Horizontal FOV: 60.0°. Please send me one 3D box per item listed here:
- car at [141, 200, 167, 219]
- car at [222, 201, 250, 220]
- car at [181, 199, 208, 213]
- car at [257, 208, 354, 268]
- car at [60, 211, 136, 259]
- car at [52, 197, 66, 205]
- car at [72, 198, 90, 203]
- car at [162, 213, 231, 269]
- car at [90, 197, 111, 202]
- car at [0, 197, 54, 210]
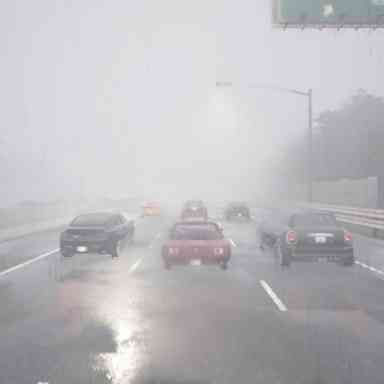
[{"bbox_3d":[-3.293,1.471,29.456,1.882,1.535,5.008,0,0,0],"label":"car"},{"bbox_3d":[3.698,1.499,28.052,1.837,1.490,4.892,0,0,0],"label":"car"},{"bbox_3d":[0.195,1.346,27.715,2.097,1.767,4.553,0,0,0],"label":"car"},{"bbox_3d":[3.620,1.351,11.467,2.097,1.767,4.553,0,0,0],"label":"car"},{"bbox_3d":[-3.376,1.503,12.650,1.837,1.490,4.892,0,0,0],"label":"car"},{"bbox_3d":[-20.750,1.466,50.320,1.882,1.535,5.008,0,0,1],"label":"car"},{"bbox_3d":[-17.220,1.553,51.951,1.994,1.385,4.181,0,0,1],"label":"car"},{"bbox_3d":[0.119,1.600,11.107,1.895,1.301,4.718,0,0,0],"label":"car"},{"bbox_3d":[-13.729,1.495,51.739,1.837,1.490,4.892,0,-1,1],"label":"car"},{"bbox_3d":[-13.997,1.485,28.064,2.128,1.511,4.902,0,0,0],"label":"car"}]
